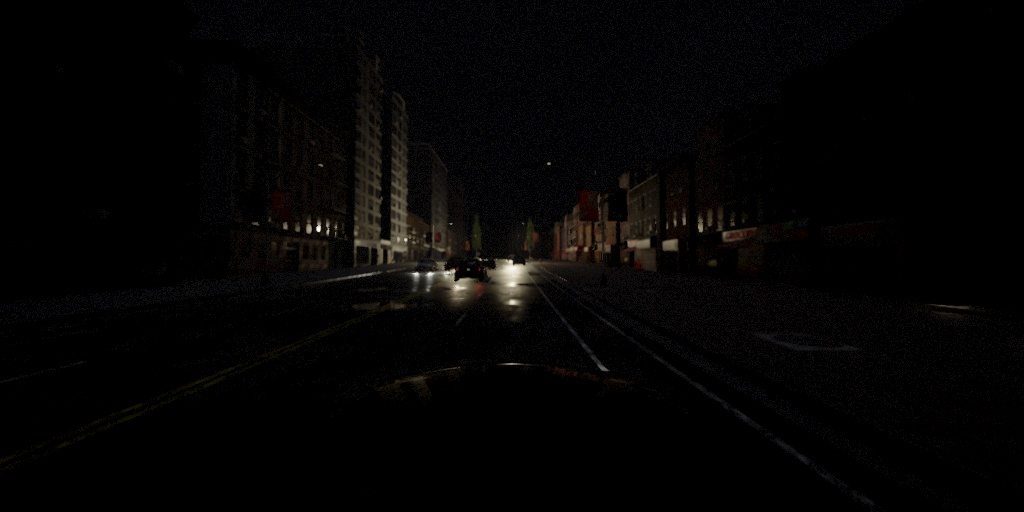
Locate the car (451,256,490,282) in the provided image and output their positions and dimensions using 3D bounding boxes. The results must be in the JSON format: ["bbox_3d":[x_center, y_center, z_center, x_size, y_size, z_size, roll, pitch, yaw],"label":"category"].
[{"bbox_3d":[-3.152,0.997,28.083,2.097,1.767,4.553,0,0,0],"label":"car"}]

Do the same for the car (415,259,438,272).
[{"bbox_3d":[-9.837,1.038,41.512,1.812,1.442,4.674,0,1,0],"label":"car"}]

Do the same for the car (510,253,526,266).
[{"bbox_3d":[1.135,0.684,58.446,2.097,1.767,4.553,0,1,0],"label":"car"}]

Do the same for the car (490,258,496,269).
[{"bbox_3d":[-3.151,0.945,47.334,2.128,1.511,4.902,0,1,0],"label":"car"}]

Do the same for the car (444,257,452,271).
[{"bbox_3d":[-6.585,0.858,42.022,2.097,1.767,4.553,0,1,0],"label":"car"}]
